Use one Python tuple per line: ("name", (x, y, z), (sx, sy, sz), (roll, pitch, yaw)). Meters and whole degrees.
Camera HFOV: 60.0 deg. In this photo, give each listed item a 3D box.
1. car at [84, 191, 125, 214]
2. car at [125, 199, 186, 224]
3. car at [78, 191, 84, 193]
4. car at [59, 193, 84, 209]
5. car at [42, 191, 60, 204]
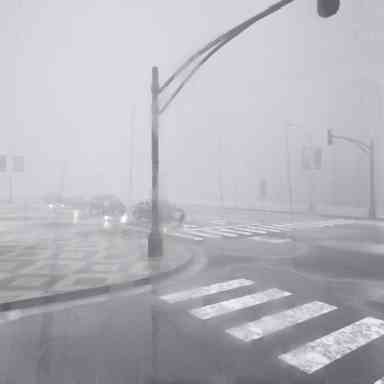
("car", (-7.655, 0.975, 29.717), (2.097, 1.767, 4.553), (0, 1, -36))
("car", (-2.323, 1.243, 22.313), (2.128, 1.511, 4.902), (0, 1, -36))
("car", (-21.671, 0.520, 66.194), (1.882, 1.535, 5.008), (0, 1, -36))
("car", (-12.900, 1.095, 37.009), (1.895, 1.301, 4.718), (0, 1, -36))
("car", (-18.885, 0.693, 45.371), (2.097, 1.767, 4.553), (0, 1, -35))
